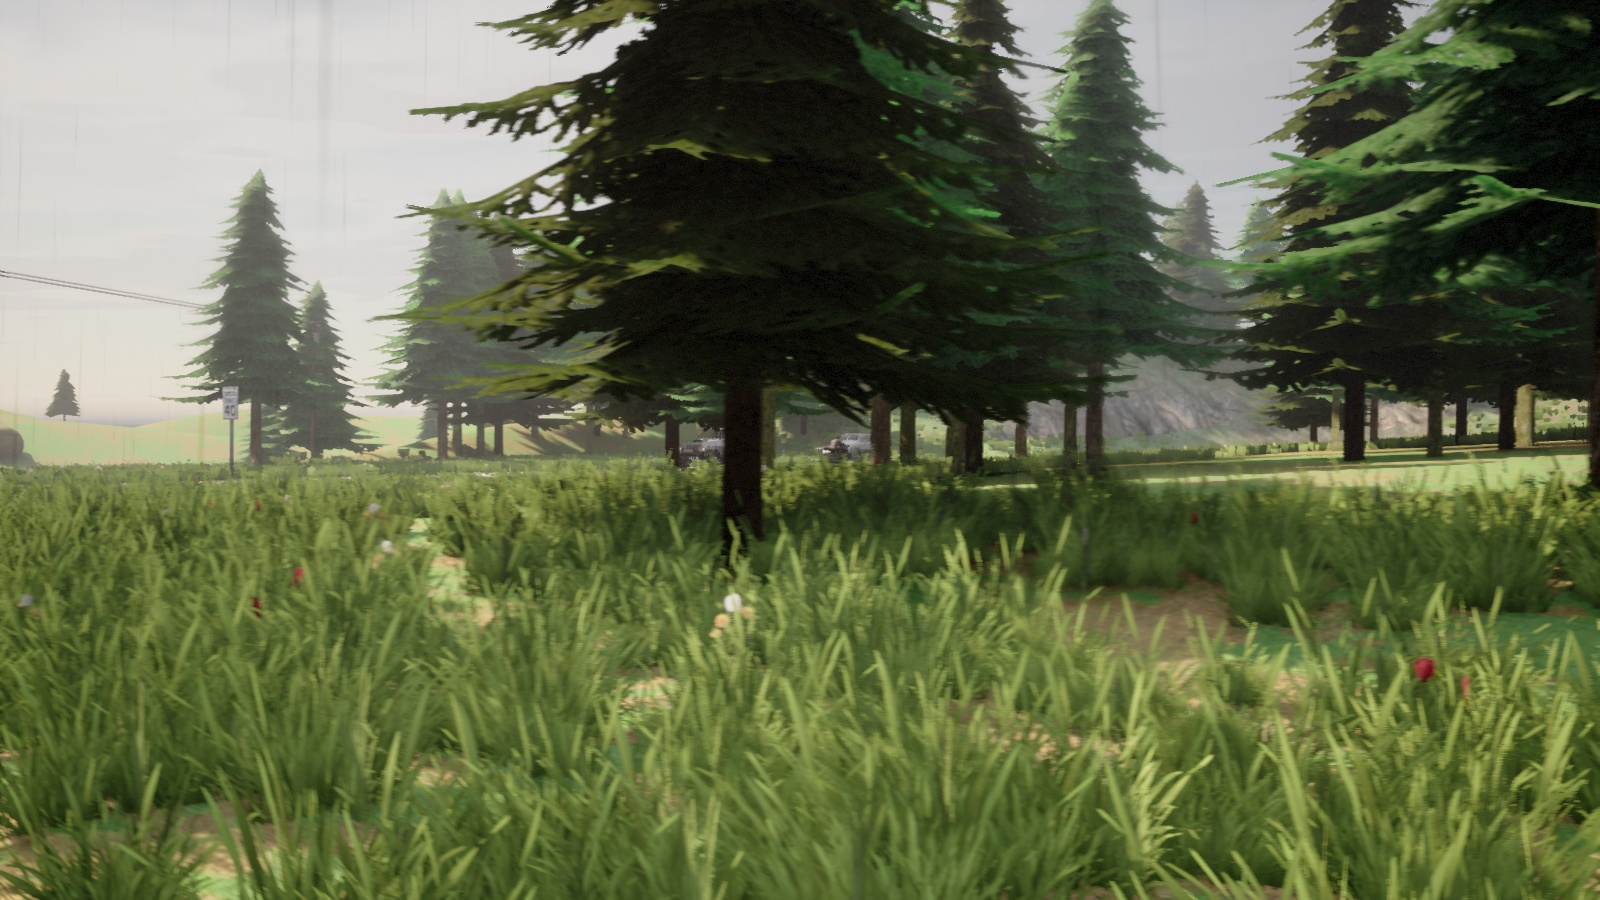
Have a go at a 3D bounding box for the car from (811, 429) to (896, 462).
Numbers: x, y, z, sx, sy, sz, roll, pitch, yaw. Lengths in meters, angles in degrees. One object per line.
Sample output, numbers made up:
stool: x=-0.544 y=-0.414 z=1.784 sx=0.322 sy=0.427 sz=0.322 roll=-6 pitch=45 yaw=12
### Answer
car: x=2.823 y=-0.268 z=65.393 sx=2.152 sy=1.651 sz=5.027 roll=0 pitch=1 yaw=33

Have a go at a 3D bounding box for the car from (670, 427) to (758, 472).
car: x=-3.736 y=-0.054 z=55.302 sx=1.905 sy=1.878 sz=3.866 roll=0 pitch=1 yaw=33

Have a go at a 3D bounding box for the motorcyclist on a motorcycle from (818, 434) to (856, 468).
motorcyclist on a motorcycle: x=1.723 y=0.049 z=57.822 sx=0.797 sy=1.523 sz=2.044 roll=0 pitch=1 yaw=33
